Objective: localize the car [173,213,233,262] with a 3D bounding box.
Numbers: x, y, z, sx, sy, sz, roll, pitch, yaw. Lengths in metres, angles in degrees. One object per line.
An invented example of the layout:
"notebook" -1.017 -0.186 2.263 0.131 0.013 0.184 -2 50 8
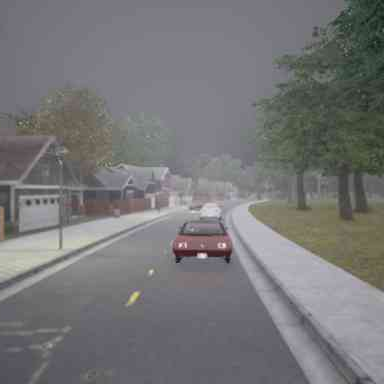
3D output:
"car" 0.429 1.695 12.479 1.895 1.301 4.718 0 0 3

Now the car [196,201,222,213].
"car" 1.722 1.743 29.867 1.812 1.442 4.674 0 0 6

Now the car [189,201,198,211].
"car" 0.828 1.882 45.827 1.994 1.385 4.181 0 0 9
